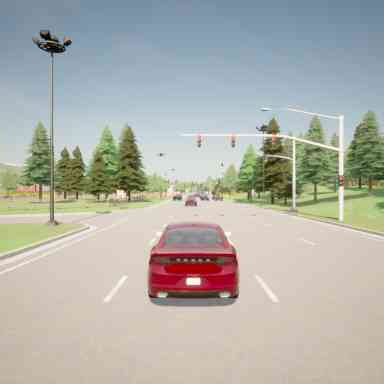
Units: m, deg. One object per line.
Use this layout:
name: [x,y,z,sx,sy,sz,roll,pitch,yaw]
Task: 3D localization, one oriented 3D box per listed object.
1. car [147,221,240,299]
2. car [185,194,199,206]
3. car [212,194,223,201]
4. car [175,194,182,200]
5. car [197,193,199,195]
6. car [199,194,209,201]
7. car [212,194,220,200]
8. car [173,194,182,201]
car: [0.039,1.478,8.542,1.882,1.535,5.008,0,0,0]
car: [-0.150,1.525,53.145,1.812,1.442,4.674,0,0,0]
car: [6.762,1.516,83.778,2.128,1.511,4.902,0,0,0]
car: [-3.768,1.310,94.167,1.882,1.535,5.008,0,0,0]
car: [3.232,1.357,94.187,2.128,1.511,4.902,0,0,0]
car: [3.261,1.516,84.184,1.812,1.442,4.674,0,0,0]
car: [6.732,1.372,94.197,2.033,1.411,5.357,0,0,0]
car: [-3.738,1.469,83.747,1.882,1.535,5.008,0,0,0]
